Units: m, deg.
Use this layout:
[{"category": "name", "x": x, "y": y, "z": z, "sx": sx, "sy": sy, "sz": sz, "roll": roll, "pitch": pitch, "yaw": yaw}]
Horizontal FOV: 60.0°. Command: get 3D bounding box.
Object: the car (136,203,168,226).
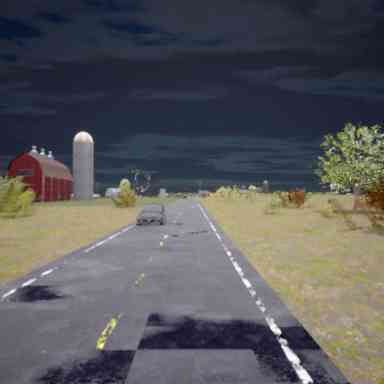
[{"category": "car", "x": -2.833, "y": 1.610, "z": 24.145, "sx": 1.837, "sy": 1.490, "sz": 4.892, "roll": 0, "pitch": 0, "yaw": 0}]
